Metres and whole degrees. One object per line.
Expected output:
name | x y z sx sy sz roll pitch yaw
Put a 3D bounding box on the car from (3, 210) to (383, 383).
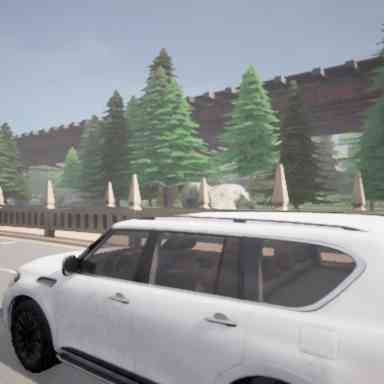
car | -0.021 1.246 4.018 5.566 2.045 2.150 0 0 36
